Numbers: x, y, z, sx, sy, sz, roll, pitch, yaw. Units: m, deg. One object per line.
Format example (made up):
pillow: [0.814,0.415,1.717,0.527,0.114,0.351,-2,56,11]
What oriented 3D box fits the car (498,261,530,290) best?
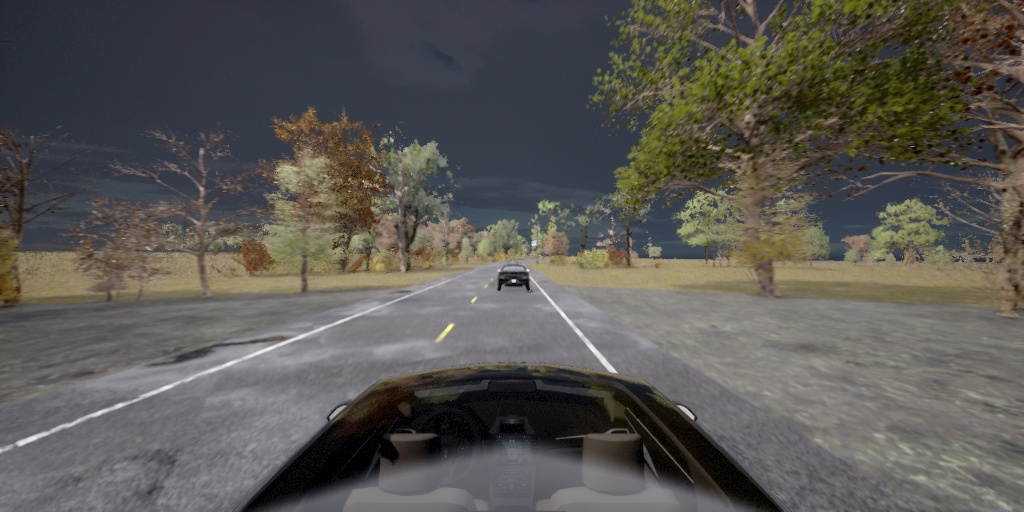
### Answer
car: [0.104,1.256,22.911,1.882,1.535,5.008,0,0,0]
